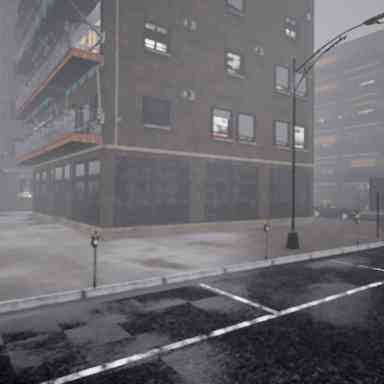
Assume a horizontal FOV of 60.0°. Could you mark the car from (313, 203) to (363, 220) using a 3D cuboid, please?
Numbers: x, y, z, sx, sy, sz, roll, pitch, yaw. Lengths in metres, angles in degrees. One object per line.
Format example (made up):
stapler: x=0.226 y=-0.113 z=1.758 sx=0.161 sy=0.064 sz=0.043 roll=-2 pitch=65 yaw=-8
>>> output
car: x=12.282 y=1.604 z=28.498 sx=2.008 sy=1.369 sz=4.403 roll=2 pitch=0 yaw=-36
